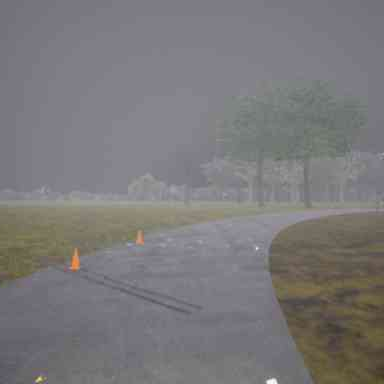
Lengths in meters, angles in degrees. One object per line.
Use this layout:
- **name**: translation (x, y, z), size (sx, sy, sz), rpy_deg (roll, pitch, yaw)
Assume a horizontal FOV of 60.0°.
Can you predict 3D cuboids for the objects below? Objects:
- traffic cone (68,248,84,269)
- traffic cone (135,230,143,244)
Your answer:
- **traffic cone**: translation (-3.509, 1.998, 10.043), size (0.340, 0.580, 0.340), rpy_deg (0, 0, 10)
- **traffic cone**: translation (-2.385, 2.042, 15.123), size (0.340, 0.580, 0.340), rpy_deg (0, 0, 15)
